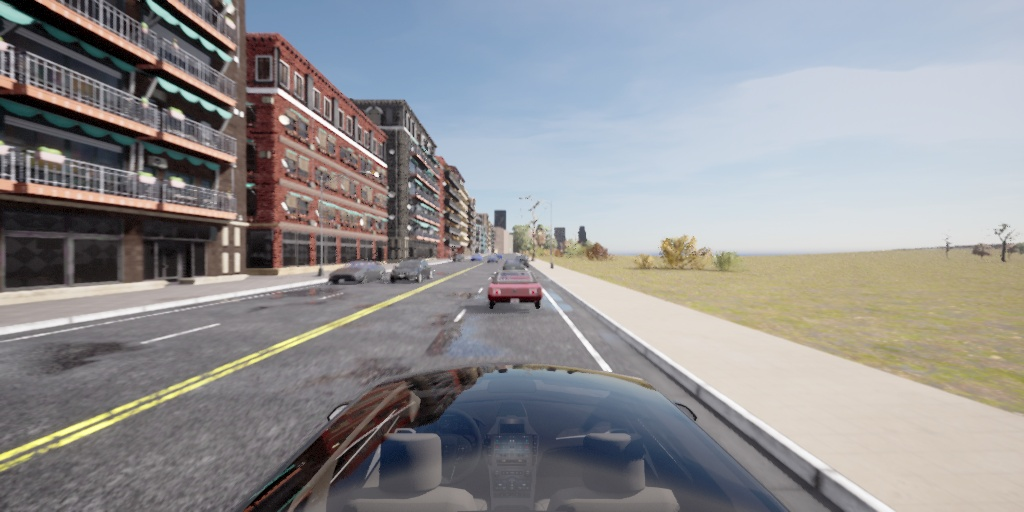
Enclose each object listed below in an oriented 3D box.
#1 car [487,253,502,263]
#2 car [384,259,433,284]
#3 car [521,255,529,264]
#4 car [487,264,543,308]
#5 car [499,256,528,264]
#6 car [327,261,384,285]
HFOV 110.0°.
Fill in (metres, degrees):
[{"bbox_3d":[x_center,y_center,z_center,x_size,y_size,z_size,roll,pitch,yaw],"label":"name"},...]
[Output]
[{"bbox_3d":[-3.231,0.490,61.356,2.033,1.411,5.357,0,1,0],"label":"car"},{"bbox_3d":[-6.584,0.957,23.834,1.837,1.490,4.892,0,1,0],"label":"car"},{"bbox_3d":[1.152,0.677,44.598,1.837,1.490,4.892,0,1,0],"label":"car"},{"bbox_3d":[0.102,1.184,14.132,1.895,1.301,4.718,0,1,0],"label":"car"},{"bbox_3d":[0.111,0.911,31.624,1.994,1.385,4.181,0,1,0],"label":"car"},{"bbox_3d":[-9.838,1.005,23.350,2.033,1.411,5.357,0,1,0],"label":"car"}]
